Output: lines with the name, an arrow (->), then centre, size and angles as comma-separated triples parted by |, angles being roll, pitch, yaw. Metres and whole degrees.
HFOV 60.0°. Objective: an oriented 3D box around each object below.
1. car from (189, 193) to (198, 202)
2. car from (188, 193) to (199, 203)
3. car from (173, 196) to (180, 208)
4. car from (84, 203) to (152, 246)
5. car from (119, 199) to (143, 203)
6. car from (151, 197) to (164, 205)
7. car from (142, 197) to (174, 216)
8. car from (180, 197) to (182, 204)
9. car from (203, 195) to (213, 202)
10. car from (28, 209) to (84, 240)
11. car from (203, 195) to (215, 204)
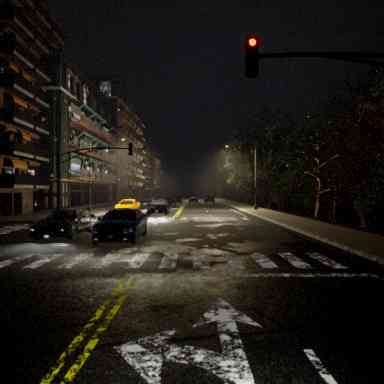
car -> 0.327, 1.253, 76.576 | 2.150, 2.045, 5.566 | 0, 0, 0
car -> 0.384, 1.512, 66.486 | 2.128, 1.511, 4.902 | 0, 0, 0
car -> -3.123, 1.514, 47.131 | 1.837, 1.490, 4.892 | 0, 0, 1
car -> -3.292, 1.521, 15.852 | 1.882, 1.535, 5.008 | 0, 0, 0
car -> -6.458, 1.481, 33.727 | 1.882, 1.535, 5.008 | 0, 0, 1
car -> -6.275, 1.618, 61.517 | 1.895, 1.301, 4.718 | 0, 0, 1
car -> -3.204, 1.495, 32.678 | 2.128, 1.511, 4.902 | 0, 0, 0
car -> -3.010, 1.526, 65.744 | 1.837, 1.490, 4.892 | 0, 0, 1
car -> 3.576, 1.498, 76.485 | 2.033, 1.411, 5.357 | 0, 0, 0
car -> -6.548, 1.613, 17.630 | 2.033, 1.411, 5.357 | -1, 0, 0
car -> 3.532, 1.525, 66.065 | 1.837, 1.490, 4.892 | 0, 0, 0
